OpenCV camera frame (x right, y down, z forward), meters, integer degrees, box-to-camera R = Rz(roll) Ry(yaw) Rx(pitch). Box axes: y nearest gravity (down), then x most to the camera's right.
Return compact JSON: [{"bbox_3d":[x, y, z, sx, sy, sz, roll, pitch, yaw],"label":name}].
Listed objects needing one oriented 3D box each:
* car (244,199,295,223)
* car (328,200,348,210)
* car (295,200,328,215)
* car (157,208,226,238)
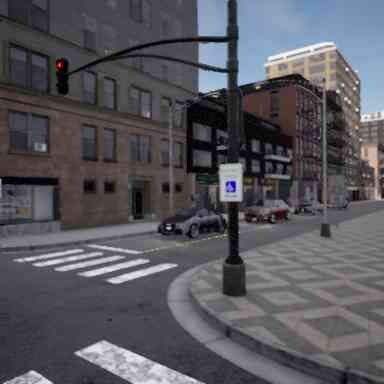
[{"bbox_3d":[5.721,1.334,25.169,2.097,1.767,4.553,0,0,37],"label":"car"},{"bbox_3d":[17.957,1.447,41.375,2.128,1.511,4.902,0,0,38],"label":"car"},{"bbox_3d":[11.652,1.531,33.056,1.994,1.385,4.181,0,0,37],"label":"car"},{"bbox_3d":[0.065,1.561,17.647,1.994,1.385,4.181,0,0,37],"label":"car"}]
